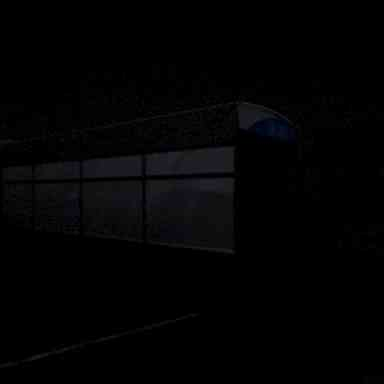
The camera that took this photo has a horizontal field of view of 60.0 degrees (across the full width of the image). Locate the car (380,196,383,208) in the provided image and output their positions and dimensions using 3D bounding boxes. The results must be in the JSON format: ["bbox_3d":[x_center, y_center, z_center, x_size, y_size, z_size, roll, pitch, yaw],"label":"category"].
[{"bbox_3d":[24.688,1.327,42.629,4.611,1.667,2.242,0,0,-36],"label":"car"}]
